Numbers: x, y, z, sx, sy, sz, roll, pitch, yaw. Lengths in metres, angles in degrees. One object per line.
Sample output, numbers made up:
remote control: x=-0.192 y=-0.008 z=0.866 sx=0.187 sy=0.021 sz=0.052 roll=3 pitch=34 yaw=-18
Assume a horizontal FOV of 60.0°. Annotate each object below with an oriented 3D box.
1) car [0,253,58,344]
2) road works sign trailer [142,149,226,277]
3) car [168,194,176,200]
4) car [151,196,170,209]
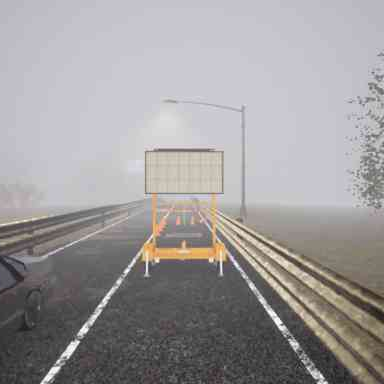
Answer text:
car: x=-3.445 y=1.549 z=4.090 sx=2.033 sy=1.411 sz=5.357 roll=0 pitch=0 yaw=-1
road works sign trailer: x=-0.238 y=0.468 z=10.300 sx=2.380 sy=3.560 sz=2.880 roll=0 pitch=0 yaw=-1
car: x=-5.482 y=1.251 z=90.158 sx=2.150 sy=2.045 sz=5.566 roll=0 pitch=0 yaw=-1
car: x=-4.466 y=1.581 z=45.310 sx=1.994 sy=1.385 sz=4.181 roll=0 pitch=0 yaw=-1
